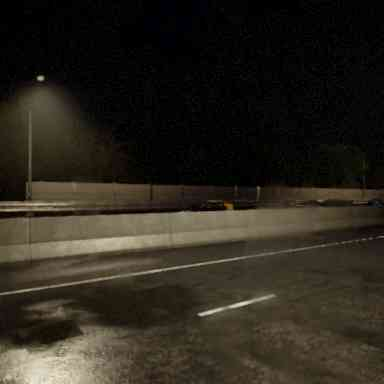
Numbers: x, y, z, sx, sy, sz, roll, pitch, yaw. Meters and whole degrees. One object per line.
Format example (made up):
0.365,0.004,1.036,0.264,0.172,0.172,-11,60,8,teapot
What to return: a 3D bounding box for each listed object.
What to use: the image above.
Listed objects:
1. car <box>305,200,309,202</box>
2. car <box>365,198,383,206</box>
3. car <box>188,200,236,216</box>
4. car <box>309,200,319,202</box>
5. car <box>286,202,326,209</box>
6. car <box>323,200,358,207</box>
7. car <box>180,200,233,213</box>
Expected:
16.354,1.806,45.846,4.181,1.385,1.994,0,0,-36,car
31.438,1.780,56.629,4.553,1.767,2.097,0,0,-36,car
2.191,1.615,35.690,5.008,1.535,1.882,0,0,-36,car
17.707,1.729,42.506,4.902,1.511,2.128,0,0,-36,car
8.638,1.740,27.394,4.718,1.301,1.895,0,0,-36,car
16.955,1.722,37.660,4.892,1.490,1.837,0,0,-36,car
1.127,1.618,30.627,4.892,1.490,1.837,0,0,-36,car
